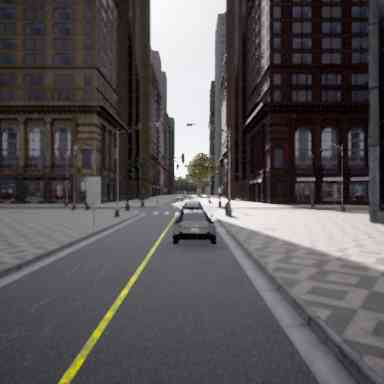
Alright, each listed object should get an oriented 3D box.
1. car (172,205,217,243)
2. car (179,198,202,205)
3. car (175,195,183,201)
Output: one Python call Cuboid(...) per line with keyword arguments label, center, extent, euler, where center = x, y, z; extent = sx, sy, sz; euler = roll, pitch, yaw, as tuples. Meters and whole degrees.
Cuboid(label="car", center=(0.102, 1.546, 15.923), extent=(1.994, 1.385, 4.181), euler=(0, 0, 0))
Cuboid(label="car", center=(0.056, 1.475, 27.310), extent=(1.837, 1.490, 4.892), euler=(0, 0, 0))
Cuboid(label="car", center=(-3.013, 1.471, 79.171), extent=(2.033, 1.411, 5.357), euler=(0, 0, 0))
